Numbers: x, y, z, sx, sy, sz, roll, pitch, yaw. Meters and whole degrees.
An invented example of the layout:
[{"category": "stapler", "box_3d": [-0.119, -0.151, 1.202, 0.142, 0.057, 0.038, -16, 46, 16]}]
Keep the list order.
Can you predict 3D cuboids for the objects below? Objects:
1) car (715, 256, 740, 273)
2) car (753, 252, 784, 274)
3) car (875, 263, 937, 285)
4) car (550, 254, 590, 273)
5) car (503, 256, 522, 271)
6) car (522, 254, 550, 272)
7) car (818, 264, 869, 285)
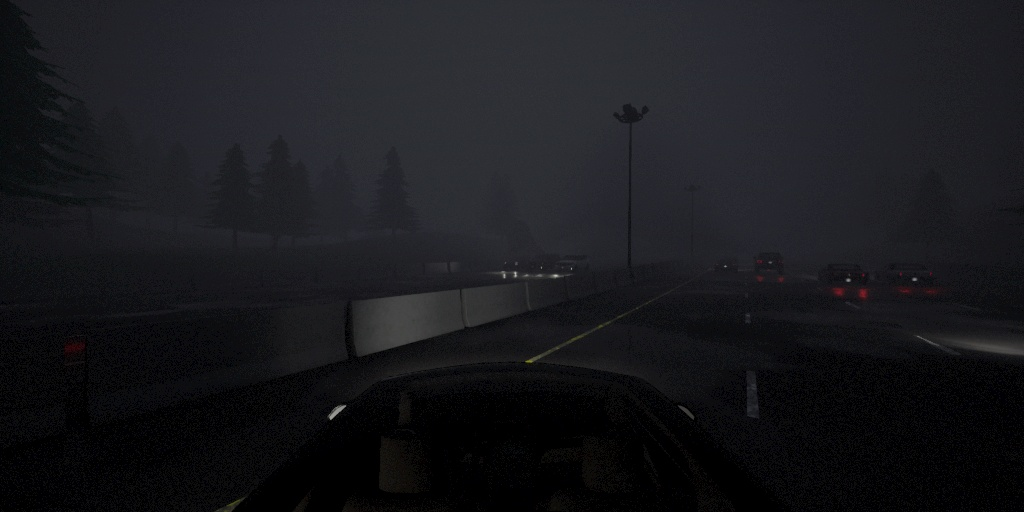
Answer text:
[{"category": "car", "box_3d": [22.117, 0.956, 36.981, 1.994, 1.385, 4.181, 0, 1, 33]}, {"category": "car", "box_3d": [24.676, 0.628, 34.490, 2.150, 2.045, 5.566, 0, 1, 33]}, {"category": "car", "box_3d": [26.375, 1.135, 24.245, 1.895, 1.301, 4.718, 0, 1, 33]}, {"category": "car", "box_3d": [6.681, 0.808, 39.089, 2.150, 2.045, 5.566, 0, 1, 33]}, {"category": "car", "box_3d": [0.835, 0.839, 42.939, 2.097, 1.767, 4.553, 0, 1, 33]}, {"category": "car", "box_3d": [3.744, 0.765, 40.992, 2.150, 2.045, 5.566, 0, 1, 33]}, {"category": "car", "box_3d": [22.139, 1.165, 24.144, 1.895, 1.301, 4.718, 0, 1, 33]}]
